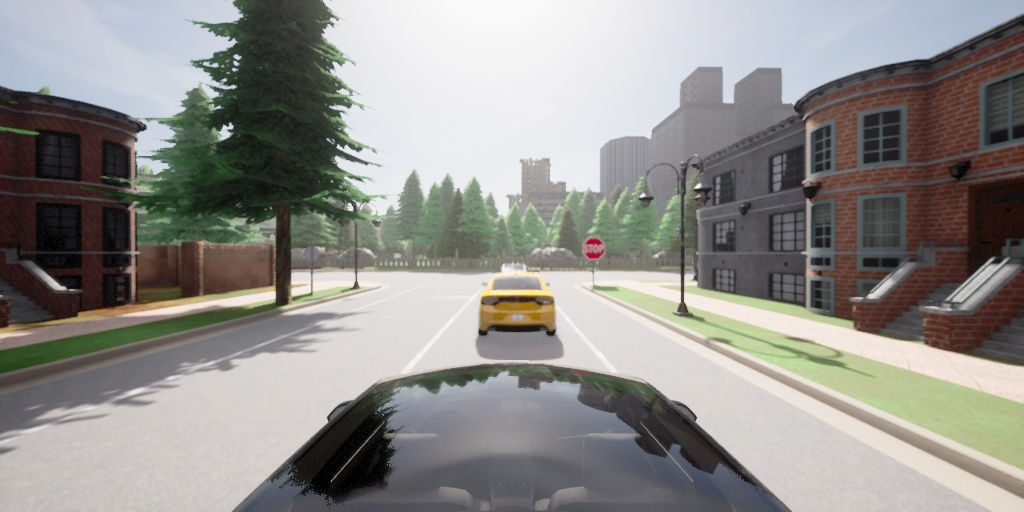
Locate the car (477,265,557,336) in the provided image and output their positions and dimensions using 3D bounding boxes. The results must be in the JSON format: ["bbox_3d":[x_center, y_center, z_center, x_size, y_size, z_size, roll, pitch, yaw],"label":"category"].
[{"bbox_3d":[0.112,1.184,10.308,1.882,1.535,5.008,0,0,0],"label":"car"}]
